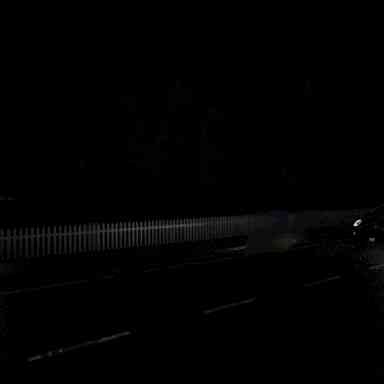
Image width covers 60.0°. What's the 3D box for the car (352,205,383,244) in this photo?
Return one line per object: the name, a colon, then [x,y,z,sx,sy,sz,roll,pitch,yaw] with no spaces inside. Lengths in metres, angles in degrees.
car: [9.109,1.335,14.748,4.553,1.767,2.097,0,0,-35]
